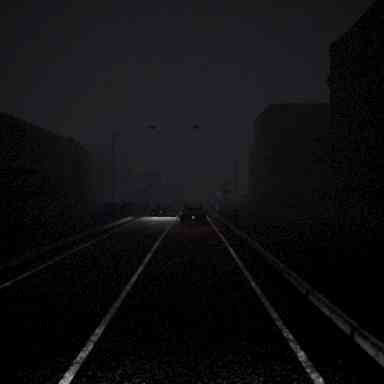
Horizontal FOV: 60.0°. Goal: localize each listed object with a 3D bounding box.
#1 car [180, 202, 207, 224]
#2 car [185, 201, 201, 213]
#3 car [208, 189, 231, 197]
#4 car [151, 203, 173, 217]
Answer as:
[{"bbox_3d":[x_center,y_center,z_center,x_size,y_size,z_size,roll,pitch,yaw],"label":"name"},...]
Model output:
[{"bbox_3d":[0.099,1.604,25.465,2.128,1.511,4.902,0,-1,0],"label":"car"},{"bbox_3d":[0.098,1.851,41.220,1.895,1.301,4.718,0,0,0],"label":"car"},{"bbox_3d":[8.022,0.788,92.569,5.366,1.575,1.946,0,2,-1],"label":"car"},{"bbox_3d":[-3.039,1.779,34.231,1.994,1.385,4.181,0,-1,0],"label":"car"}]
